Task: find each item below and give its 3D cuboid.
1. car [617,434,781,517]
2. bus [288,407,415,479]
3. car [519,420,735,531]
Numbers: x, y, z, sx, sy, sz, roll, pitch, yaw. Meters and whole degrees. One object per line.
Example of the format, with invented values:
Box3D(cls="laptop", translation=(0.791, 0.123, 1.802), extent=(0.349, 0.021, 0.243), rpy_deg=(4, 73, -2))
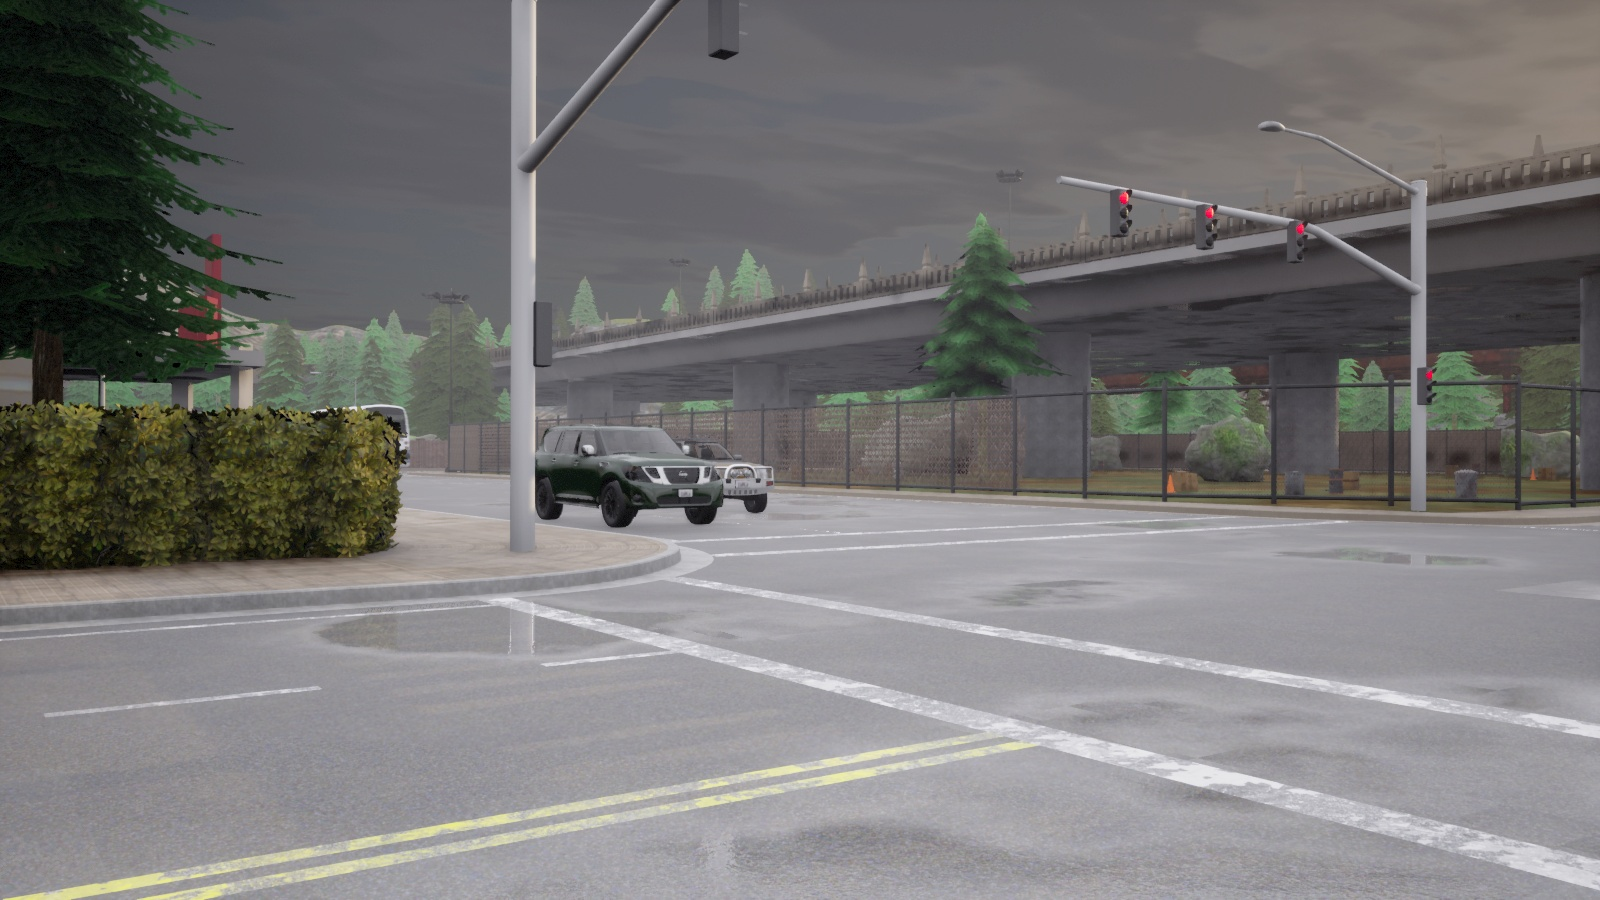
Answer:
Box3D(cls="car", translation=(-2.547, 0.586, 30.478), extent=(1.932, 1.855, 4.605), rpy_deg=(0, 0, -35))
Box3D(cls="bus", translation=(-28.318, -0.415, 78.896), extent=(3.944, 4.253, 10.273), rpy_deg=(-2, 0, -41))
Box3D(cls="car", translation=(-3.735, 0.480, 26.046), extent=(2.150, 2.045, 5.566), rpy_deg=(0, 0, -35))
